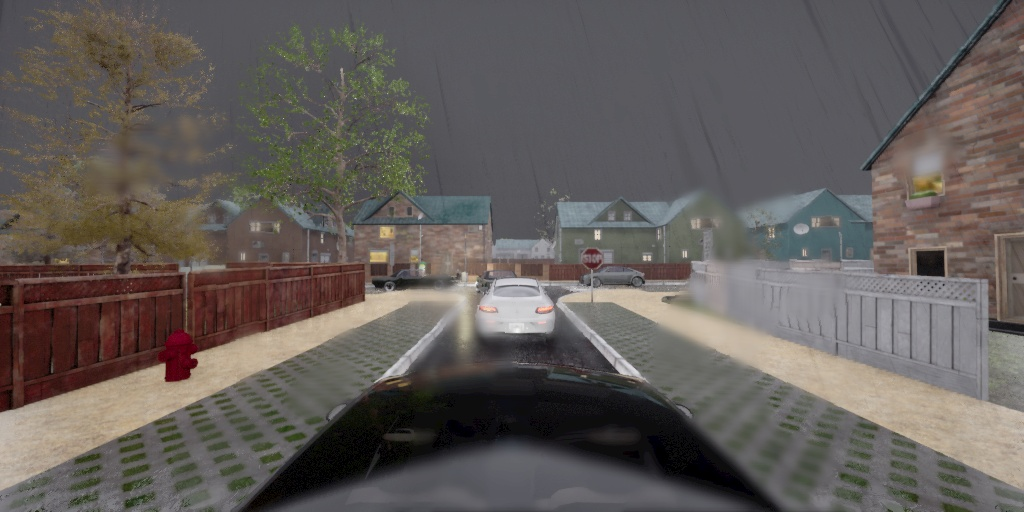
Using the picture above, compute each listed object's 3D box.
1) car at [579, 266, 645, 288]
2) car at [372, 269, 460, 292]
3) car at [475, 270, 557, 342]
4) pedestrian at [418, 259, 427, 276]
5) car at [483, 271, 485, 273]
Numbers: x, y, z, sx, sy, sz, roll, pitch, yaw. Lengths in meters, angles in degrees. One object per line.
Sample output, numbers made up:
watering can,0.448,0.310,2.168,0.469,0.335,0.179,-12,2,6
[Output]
car,6.552,1.344,23.655,4.181,1.385,1.994,0,-1,1
car,-5.470,1.416,20.872,4.718,1.301,1.895,-1,-1,1
car,0.108,1.279,9.665,1.812,1.442,4.674,0,0,0
pedestrian,-6.685,1.118,26.758,0.375,1.860,0.375,0,-1,1
car,-0.746,1.366,18.485,1.895,1.301,4.718,0,-1,-12
